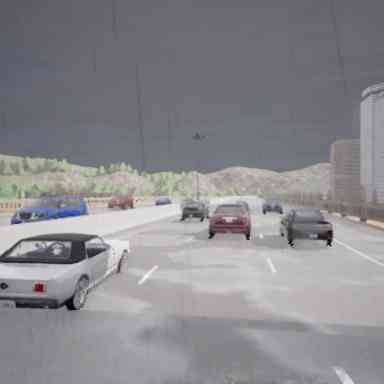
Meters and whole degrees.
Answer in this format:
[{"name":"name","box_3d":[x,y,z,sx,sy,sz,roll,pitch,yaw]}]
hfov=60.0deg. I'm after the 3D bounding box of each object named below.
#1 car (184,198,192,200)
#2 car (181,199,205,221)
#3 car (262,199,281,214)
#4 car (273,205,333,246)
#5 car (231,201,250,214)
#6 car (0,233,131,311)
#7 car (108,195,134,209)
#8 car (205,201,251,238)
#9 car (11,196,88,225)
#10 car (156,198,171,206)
[{"name":"car","box_3d":[-0.758,1.947,63.516,1.837,1.490,4.892,0,0,10]},{"name":"car","box_3d":[0.321,1.637,28.400,1.837,1.490,4.892,0,0,10]},{"name":"car","box_3d":[9.149,1.584,38.296,2.097,1.767,4.553,0,0,10]},{"name":"car","box_3d":[5.283,1.575,15.801,2.128,1.511,4.902,0,0,9]},{"name":"car","box_3d":[5.766,1.772,39.274,2.033,1.411,5.357,0,0,10]},{"name":"car","box_3d":[-2.901,1.617,7.811,1.895,1.301,4.718,0,0,5]},{"name":"car","box_3d":[-10.395,1.450,49.254,2.150,2.045,5.566,0,-1,10]},{"name":"car","box_3d":[2.165,1.437,18.363,2.097,1.767,4.553,0,0,9]},{"name":"car","box_3d":[-8.407,1.274,20.294,2.150,2.045,5.566,0,0,10]},{"name":"car","box_3d":[-5.062,1.806,59.275,1.882,1.535,5.008,0,-1,10]}]
